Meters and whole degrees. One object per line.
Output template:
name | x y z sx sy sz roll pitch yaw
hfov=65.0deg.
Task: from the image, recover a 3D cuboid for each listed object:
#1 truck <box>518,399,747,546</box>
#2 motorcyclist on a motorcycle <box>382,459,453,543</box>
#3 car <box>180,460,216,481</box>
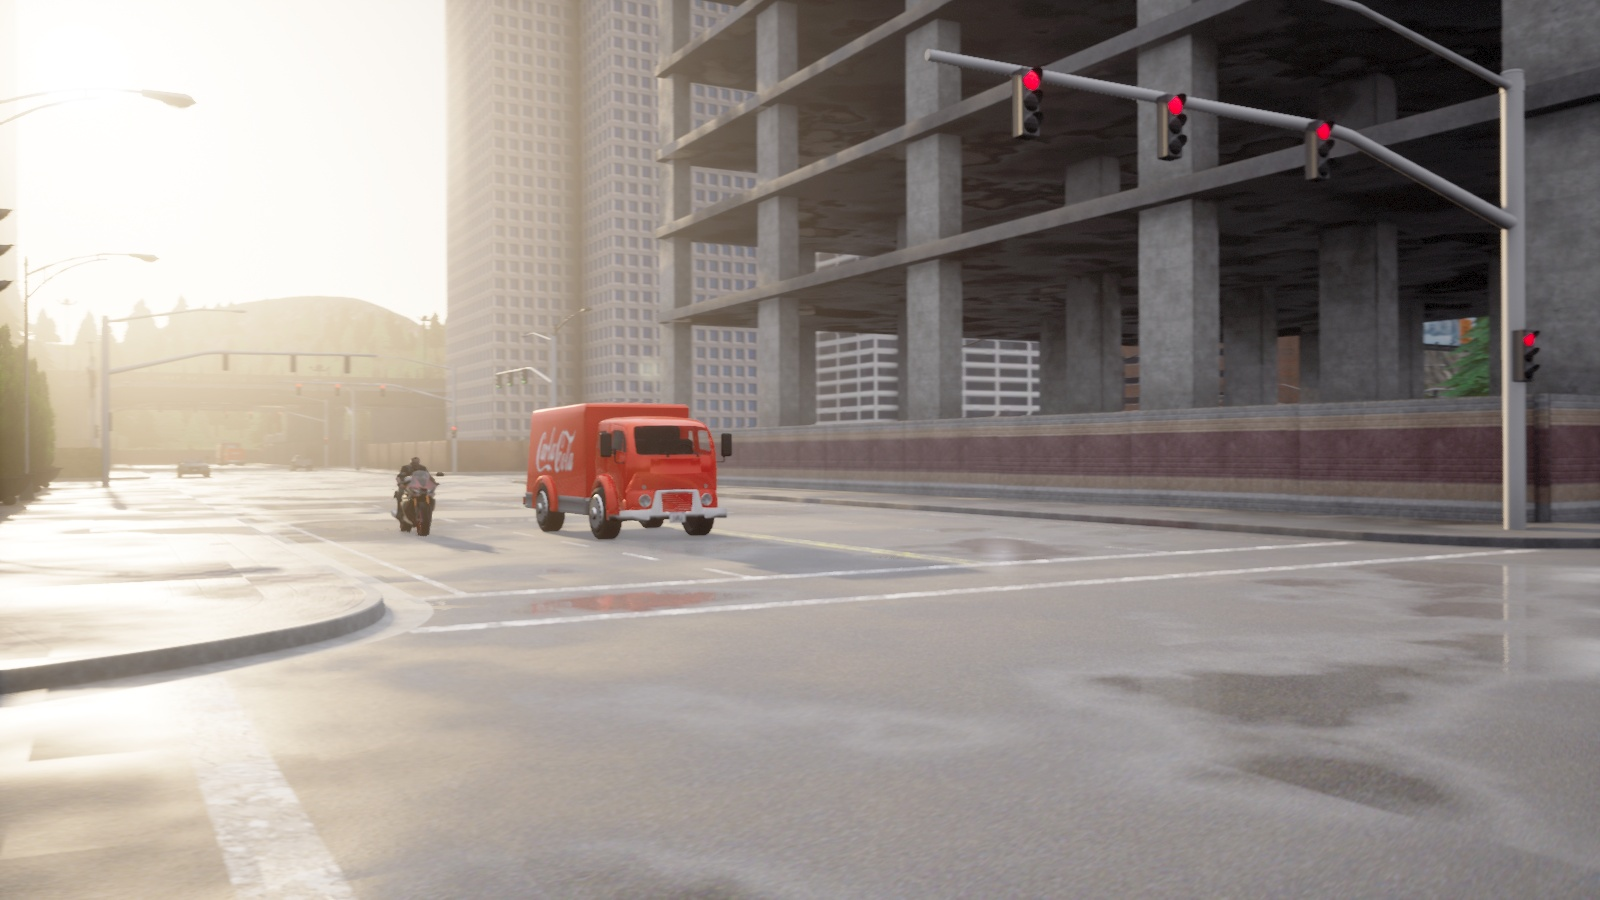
truck | -3.353 0.378 24.020 2.627 2.467 5.204 -1 0 -29
motorcyclist on a motorcycle | -7.339 0.939 24.030 0.866 1.530 2.191 -1 0 -29
car | -42.204 1.424 87.986 1.994 1.385 4.181 -1 0 -29
